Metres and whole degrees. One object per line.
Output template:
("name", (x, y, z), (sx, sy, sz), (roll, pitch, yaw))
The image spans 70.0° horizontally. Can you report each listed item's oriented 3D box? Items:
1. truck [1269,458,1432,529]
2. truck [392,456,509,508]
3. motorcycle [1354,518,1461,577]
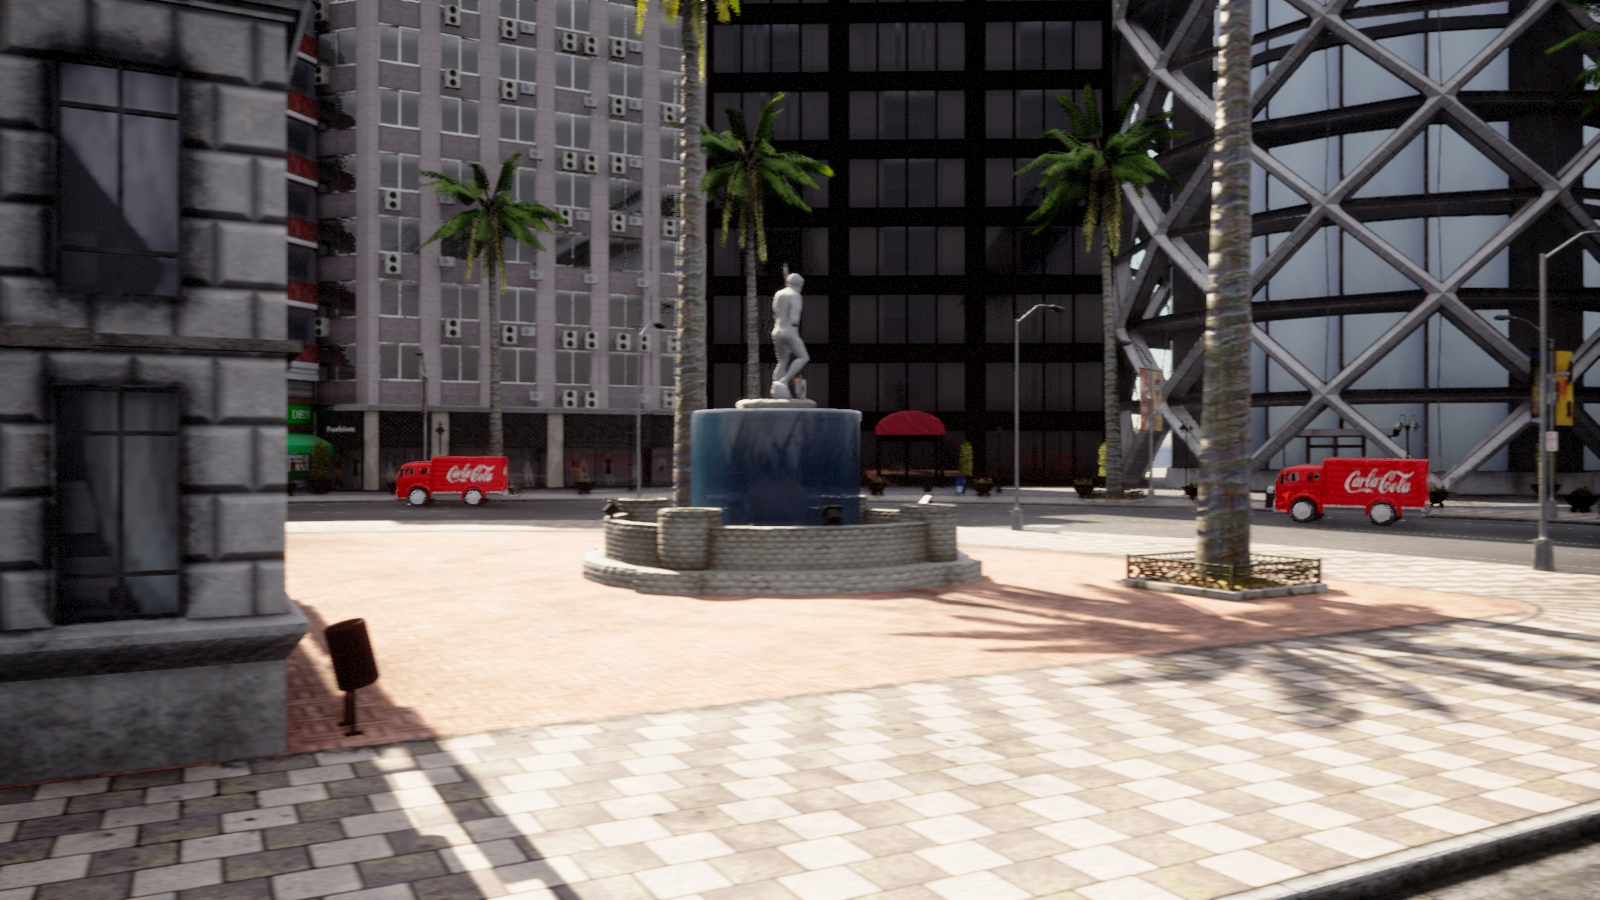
("truck", (20.618, 1.545, 42.839), (5.204, 2.467, 2.627), (0, 0, 32))
("truck", (-17.286, 1.552, 56.803), (5.204, 2.467, 2.627), (0, 0, -7))
("motorcycle", (13.832, 2.195, 26.092), (0.803, 1.145, 2.033), (-1, 0, -29))
